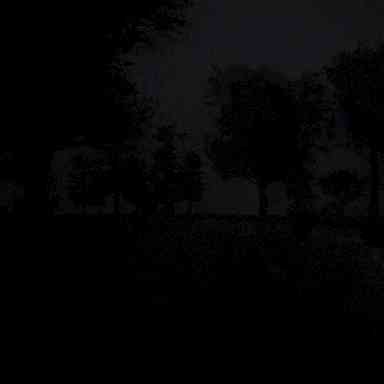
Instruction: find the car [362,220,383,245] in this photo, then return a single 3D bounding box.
[{"bbox_3d":[8.328,1.555,12.715,1.812,1.442,4.674,1,0,4],"label":"car"}]
